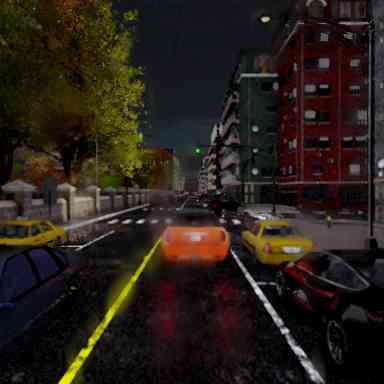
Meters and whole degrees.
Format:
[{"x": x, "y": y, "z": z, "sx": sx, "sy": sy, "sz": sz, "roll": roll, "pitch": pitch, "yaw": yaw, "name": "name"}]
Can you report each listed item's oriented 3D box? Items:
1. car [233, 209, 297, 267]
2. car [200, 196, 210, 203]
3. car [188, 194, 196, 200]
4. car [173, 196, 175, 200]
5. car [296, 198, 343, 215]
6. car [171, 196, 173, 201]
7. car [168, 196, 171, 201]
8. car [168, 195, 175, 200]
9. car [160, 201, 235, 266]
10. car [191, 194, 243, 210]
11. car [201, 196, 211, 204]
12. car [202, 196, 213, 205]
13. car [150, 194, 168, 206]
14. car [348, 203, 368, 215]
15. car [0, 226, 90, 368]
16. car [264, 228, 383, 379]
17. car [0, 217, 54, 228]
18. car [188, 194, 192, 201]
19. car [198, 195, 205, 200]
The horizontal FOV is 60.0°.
[{"x": 2.690, "y": 1.526, "z": 11.294, "sx": 1.752, "sy": 1.417, "sz": 4.829, "roll": 0, "pitch": 0, "yaw": 0, "name": "car"}, {"x": 2.698, "y": 1.586, "z": 71.295, "sx": 2.008, "sy": 1.369, "sz": 4.403, "roll": 0, "pitch": 0, "yaw": 0, "name": "car"}, {"x": 0.014, "y": 1.324, "z": 90.396, "sx": 2.097, "sy": 1.767, "sz": 4.553, "roll": 0, "pitch": 0, "yaw": 0, "name": "car"}, {"x": -5.681, "y": 1.629, "z": 82.366, "sx": 1.802, "sy": 1.307, "sz": 4.206, "roll": 0, "pitch": 0, "yaw": 0, "name": "car"}, {"x": 14.621, "y": 1.597, "z": 38.114, "sx": 5.009, "sy": 1.841, "sz": 2.192, "roll": 1, "pitch": -1, "yaw": 0, "name": "car"}, {"x": -5.683, "y": 1.580, "z": 71.296, "sx": 1.887, "sy": 1.381, "sz": 4.507, "roll": 0, "pitch": 0, "yaw": 0, "name": "car"}, {"x": -5.684, "y": 1.470, "z": 65.760, "sx": 1.967, "sy": 1.590, "sz": 4.097, "roll": 0, "pitch": 0, "yaw": 0, "name": "car"}, {"x": -5.679, "y": 1.642, "z": 93.437, "sx": 1.802, "sy": 1.307, "sz": 4.206, "roll": 0, "pitch": 0, "yaw": 0, "name": "car"}, {"x": 0.102, "y": 1.352, "z": 11.673, "sx": 2.097, "sy": 1.767, "sz": 4.553, "roll": 0, "pitch": 0, "yaw": 0, "name": "car"}, {"x": 2.550, "y": 1.229, "z": 29.367, "sx": 2.150, "sy": 2.045, "sz": 5.566, "roll": -1, "pitch": 0, "yaw": 32, "name": "car"}, {"x": 2.697, "y": 1.574, "z": 65.759, "sx": 1.887, "sy": 1.381, "sz": 4.507, "roll": 0, "pitch": 0, "yaw": 0, "name": "car"}, {"x": 2.696, "y": 1.550, "z": 60.394, "sx": 1.752, "sy": 1.417, "sz": 4.829, "roll": 0, "pitch": 0, "yaw": 0, "name": "car"}, {"x": -5.686, "y": 1.334, "z": 54.690, "sx": 2.192, "sy": 1.841, "sz": 5.009, "roll": 0, "pitch": 0, "yaw": 0, "name": "car"}, {"x": 20.311, "y": 1.929, "z": 38.128, "sx": 4.507, "sy": 1.381, "sz": 1.887, "roll": 1, "pitch": -1, "yaw": 0, "name": "car"}, {"x": -3.097, "y": 1.547, "z": 4.885, "sx": 2.033, "sy": 1.411, "sz": 5.357, "roll": 0, "pitch": 0, "yaw": 0, "name": "car"}, {"x": 2.690, "y": 1.566, "z": 5.492, "sx": 1.947, "sy": 1.339, "sz": 4.313, "roll": 0, "pitch": 0, "yaw": 0, "name": "car"}, {"x": -5.690, "y": 1.526, "z": 10.954, "sx": 1.752, "sy": 1.417, "sz": 4.829, "roll": 0, "pitch": 0, "yaw": 0, "name": "car"}, {"x": 0.013, "y": 1.560, "z": 79.998, "sx": 2.128, "sy": 1.511, "sz": 4.902, "roll": 0, "pitch": 0, "yaw": 0, "name": "car"}, {"x": 2.701, "y": 1.605, "z": 93.436, "sx": 1.887, "sy": 1.381, "sz": 4.507, "roll": 0, "pitch": 0, "yaw": 0, "name": "car"}]
